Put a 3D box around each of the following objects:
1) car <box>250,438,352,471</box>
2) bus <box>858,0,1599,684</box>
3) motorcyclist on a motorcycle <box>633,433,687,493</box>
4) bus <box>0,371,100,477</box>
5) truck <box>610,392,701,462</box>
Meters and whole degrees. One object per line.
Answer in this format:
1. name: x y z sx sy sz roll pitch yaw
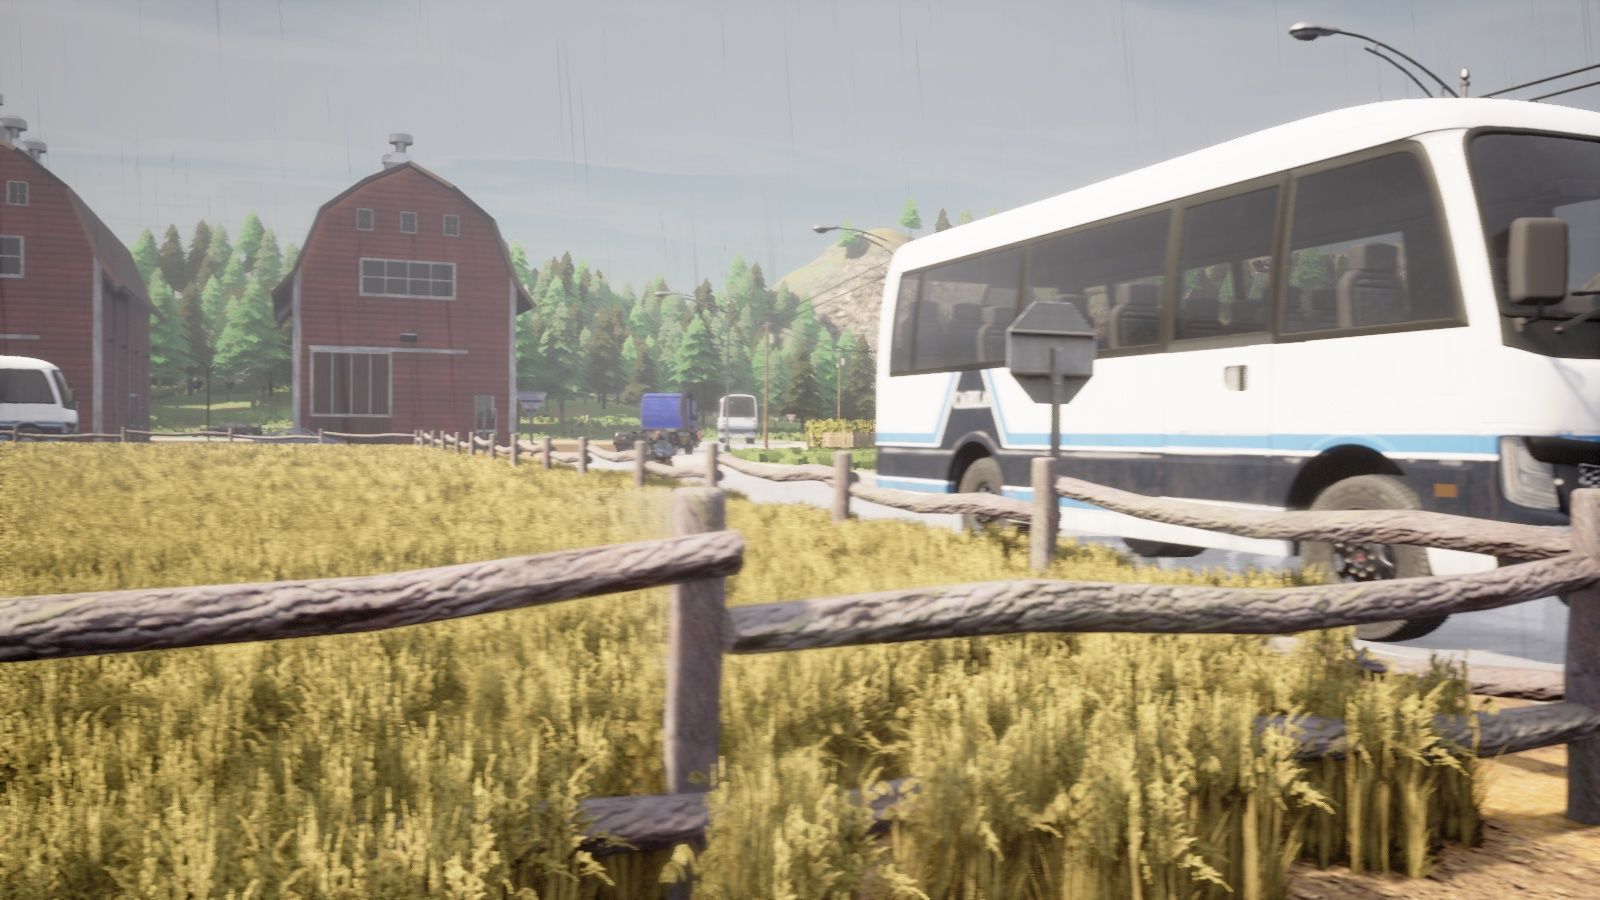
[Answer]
1. car: -22.577 0.169 57.013 4.181 1.385 1.994 -1 1 -19
2. bus: 4.539 -0.836 12.728 3.944 4.253 10.273 -1 1 -22
3. motorcyclist on a motorcycle: -3.756 0.322 33.554 0.866 1.530 2.191 -1 1 -22
4. bus: -34.857 -1.051 51.576 10.273 4.253 3.944 -1 1 -24
5. truck: -7.523 -1.242 66.642 2.891 3.462 7.936 -1 1 8
